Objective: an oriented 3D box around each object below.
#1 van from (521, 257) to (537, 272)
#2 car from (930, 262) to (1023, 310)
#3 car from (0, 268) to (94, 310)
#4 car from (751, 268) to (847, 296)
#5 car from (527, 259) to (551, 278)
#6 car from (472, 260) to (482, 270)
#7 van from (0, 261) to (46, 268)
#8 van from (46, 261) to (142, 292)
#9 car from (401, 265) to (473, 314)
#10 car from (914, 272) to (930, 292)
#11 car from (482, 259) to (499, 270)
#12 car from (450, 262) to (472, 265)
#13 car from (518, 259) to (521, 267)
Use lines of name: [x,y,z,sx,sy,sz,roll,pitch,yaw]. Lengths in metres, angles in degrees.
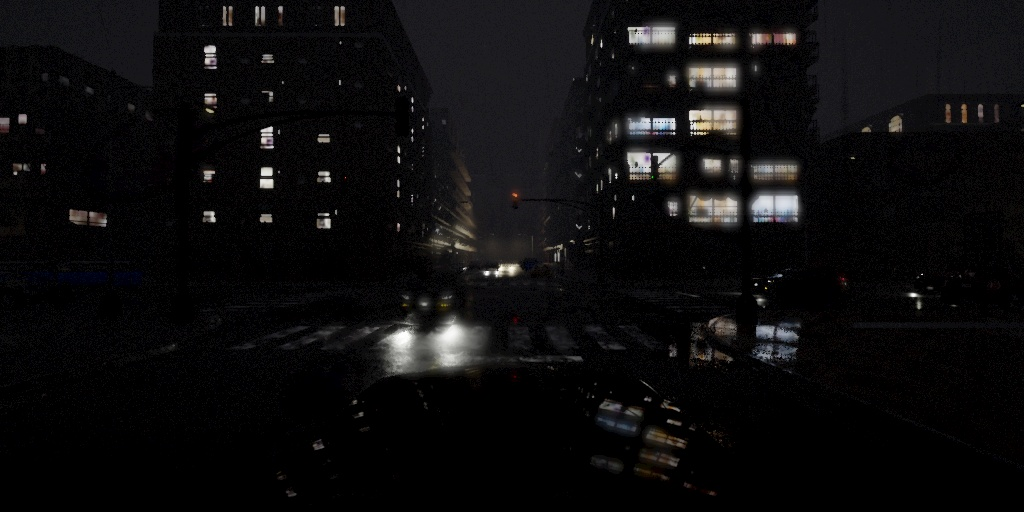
van: [2.495,1.116,47.418,1.690,1.789,3.998,0,0,0]
car: [18.663,1.102,13.157,4.097,1.591,1.967,0,0,1]
car: [-19.364,1.290,13.664,4.403,1.370,2.007,0,0,1]
car: [14.688,1.303,18.634,4.181,1.385,1.994,0,-1,1]
car: [2.624,1.288,33.585,1.751,1.417,4.829,0,0,0]
car: [-5.431,1.364,52.995,1.802,1.307,4.207,0,0,0]
van: [-30.447,1.200,21.691,3.998,1.789,1.690,0,0,1]
van: [-24.853,1.190,21.617,3.998,1.789,1.690,0,0,1]
car: [-2.777,1.272,13.778,1.837,1.490,4.892,0,0,0]
car: [23.857,1.072,18.513,4.553,1.767,2.097,0,-1,1]
car: [-2.864,1.367,51.785,1.895,1.301,4.718,0,0,0]
car: [-5.522,1.315,36.022,2.007,1.370,4.403,0,0,0]
car: [2.450,1.097,53.071,2.192,1.841,5.009,0,0,0]
